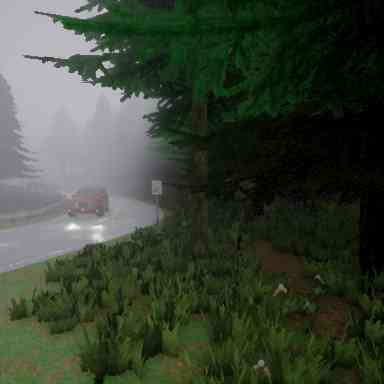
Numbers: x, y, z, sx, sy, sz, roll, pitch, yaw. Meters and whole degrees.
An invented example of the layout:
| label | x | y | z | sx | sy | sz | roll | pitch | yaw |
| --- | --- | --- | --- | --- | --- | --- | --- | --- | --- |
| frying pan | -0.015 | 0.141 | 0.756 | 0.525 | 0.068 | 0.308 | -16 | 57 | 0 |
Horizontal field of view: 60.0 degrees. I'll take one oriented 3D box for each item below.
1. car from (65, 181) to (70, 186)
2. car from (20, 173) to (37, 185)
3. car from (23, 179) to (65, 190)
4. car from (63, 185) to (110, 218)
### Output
| label | x | y | z | sx | sy | sz | roll | pitch | yaw |
| --- | --- | --- | --- | --- | --- | --- | --- | --- | --- |
| car | -18.443 | -0.951 | 45.363 | 4.892 | 1.490 | 1.837 | 6 | 4 | 38 |
| car | -25.775 | -2.127 | 52.419 | 2.150 | 2.045 | 5.566 | 0 | 5 | -30 |
| car | -18.341 | -0.776 | 41.132 | 5.008 | 1.535 | 1.882 | 5 | 3 | 34 |
| car | -7.529 | 0.653 | 24.820 | 2.150 | 2.045 | 5.566 | 0 | 4 | -6 |
